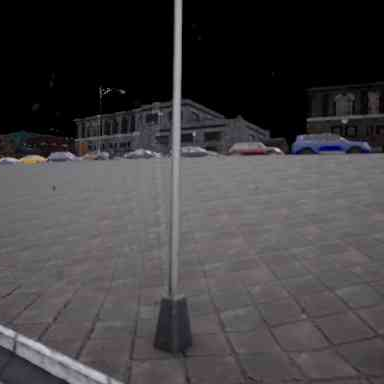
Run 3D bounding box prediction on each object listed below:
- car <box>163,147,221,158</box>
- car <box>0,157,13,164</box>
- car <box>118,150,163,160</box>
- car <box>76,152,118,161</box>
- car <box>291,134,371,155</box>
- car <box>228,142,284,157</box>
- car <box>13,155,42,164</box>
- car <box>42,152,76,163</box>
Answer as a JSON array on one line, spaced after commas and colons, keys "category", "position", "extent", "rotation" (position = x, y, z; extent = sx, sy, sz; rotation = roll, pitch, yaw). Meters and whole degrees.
[{"category": "car", "position": [0.291, -3.350, 30.119], "extent": [4.892, 1.521, 2.231], "rotation": [1, 1, 27]}, {"category": "car", "position": [-23.866, -3.811, 43.725], "extent": [4.674, 1.452, 2.002], "rotation": [1, 1, 33]}, {"category": "car", "position": [-4.541, -3.410, 32.576], "extent": [4.674, 1.452, 2.002], "rotation": [1, 1, 28]}, {"category": "car", "position": [-9.406, -3.519, 35.183], "extent": [4.792, 1.488, 2.163], "rotation": [1, 1, 29]}, {"category": "car", "position": [10.474, -3.339, 25.340], "extent": [5.566, 2.045, 2.435], "rotation": [2, 1, 25]}, {"category": "car", "position": [5.373, -3.356, 27.678], "extent": [4.553, 1.767, 2.185], "rotation": [1, 1, 26]}, {"category": "car", "position": [-19.154, -3.751, 40.797], "extent": [5.008, 1.535, 2.097], "rotation": [1, 1, 32]}, {"category": "car", "position": [-14.399, -3.777, 37.982], "extent": [4.553, 1.767, 2.185], "rotation": [1, 1, 31]}]
